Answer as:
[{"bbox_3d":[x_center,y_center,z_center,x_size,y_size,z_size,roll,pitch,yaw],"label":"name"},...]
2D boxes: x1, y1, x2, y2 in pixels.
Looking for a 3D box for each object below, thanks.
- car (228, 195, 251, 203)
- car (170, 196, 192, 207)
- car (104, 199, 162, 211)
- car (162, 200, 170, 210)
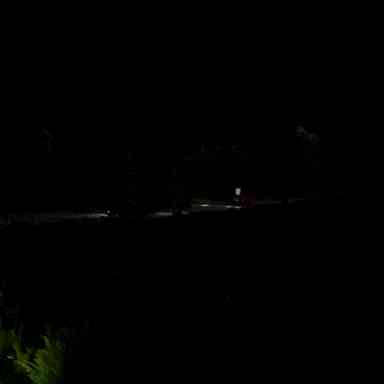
[{"bbox_3d":[7.495,1.304,51.930,1.882,1.535,5.008,0,0,36],"label":"car"},{"bbox_3d":[-1.667,1.276,44.220,1.816,1.474,4.193,7,4,33],"label":"car"},{"bbox_3d":[-5.137,1.322,28.075,2.128,1.511,4.902,0,0,36],"label":"car"},{"bbox_3d":[-4.826,1.426,34.866,1.895,1.301,4.718,0,0,36],"label":"car"}]
